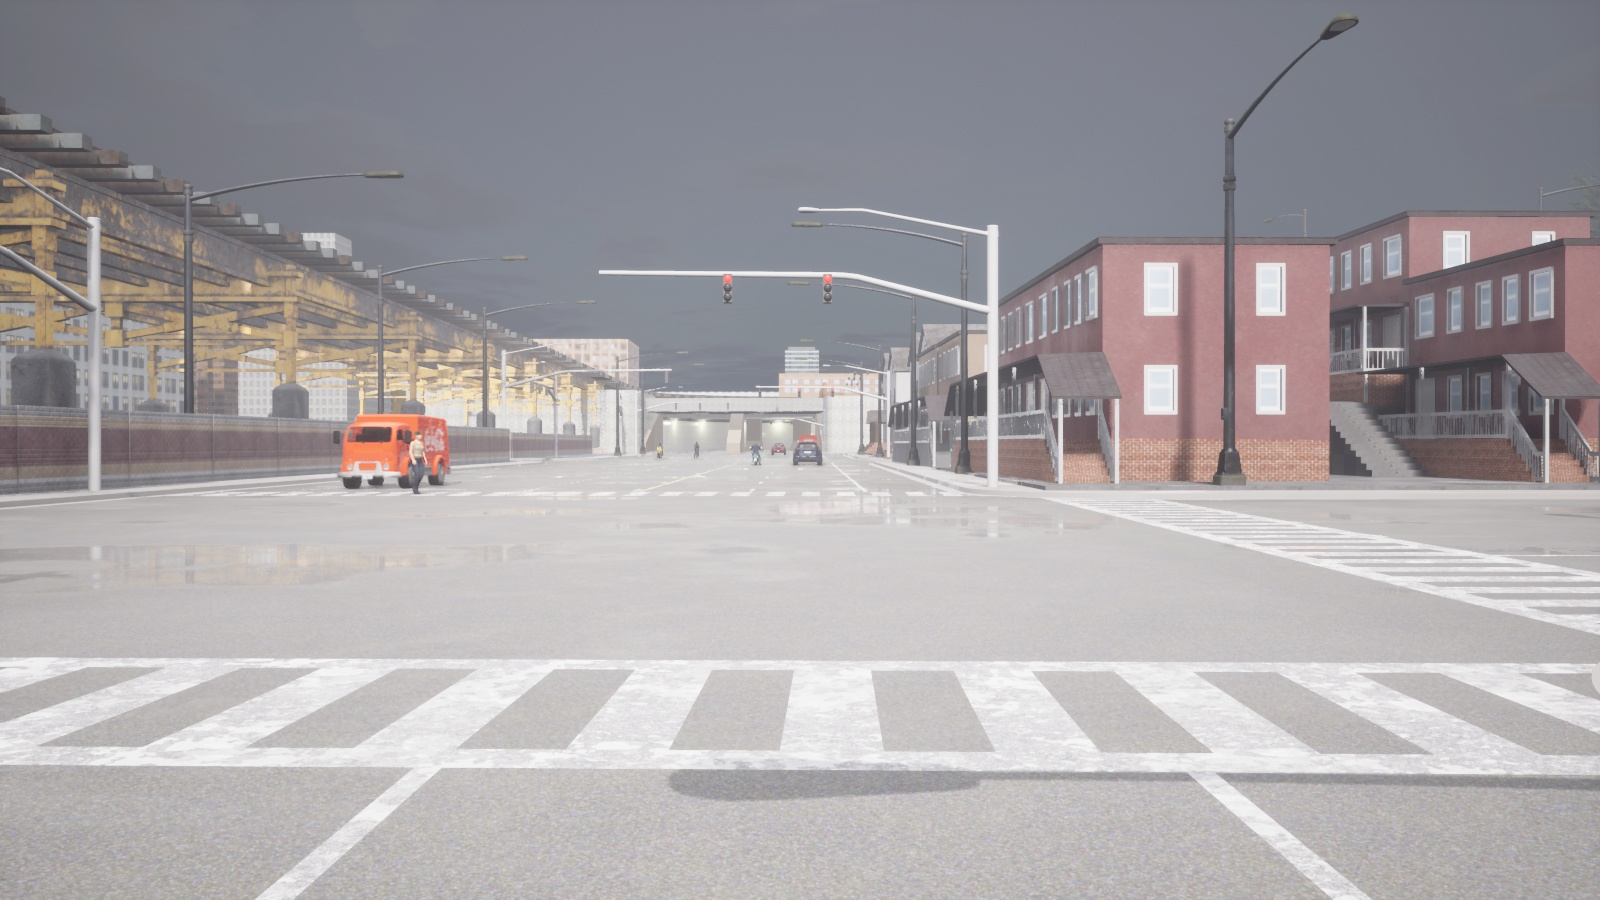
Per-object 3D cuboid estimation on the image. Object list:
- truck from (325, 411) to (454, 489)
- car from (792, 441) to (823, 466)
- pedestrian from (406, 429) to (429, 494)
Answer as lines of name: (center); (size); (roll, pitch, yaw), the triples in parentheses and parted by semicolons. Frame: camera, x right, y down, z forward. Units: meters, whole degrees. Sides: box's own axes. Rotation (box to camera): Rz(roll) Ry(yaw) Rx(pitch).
truck: (-13.733, 0.020, 42.425); (2.627, 2.467, 5.204); (0, 0, 0)
car: (0.515, 0.201, 84.301); (2.033, 1.649, 4.856); (0, 0, 0)
pedestrian: (-10.960, 0.319, 36.001); (0.594, 1.836, 0.345); (0, 0, 35)
